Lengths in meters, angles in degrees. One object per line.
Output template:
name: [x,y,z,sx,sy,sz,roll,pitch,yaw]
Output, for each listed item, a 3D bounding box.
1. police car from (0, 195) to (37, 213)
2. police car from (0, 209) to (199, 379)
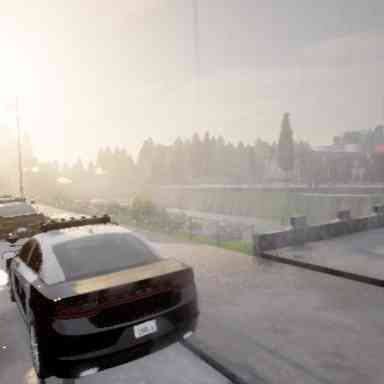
police car: [-7.495,1.100,13.930,1.930,1.638,5.238,-8,5,-33]
police car: [-1.938,1.243,5.627,1.930,1.638,5.238,-6,3,-34]
